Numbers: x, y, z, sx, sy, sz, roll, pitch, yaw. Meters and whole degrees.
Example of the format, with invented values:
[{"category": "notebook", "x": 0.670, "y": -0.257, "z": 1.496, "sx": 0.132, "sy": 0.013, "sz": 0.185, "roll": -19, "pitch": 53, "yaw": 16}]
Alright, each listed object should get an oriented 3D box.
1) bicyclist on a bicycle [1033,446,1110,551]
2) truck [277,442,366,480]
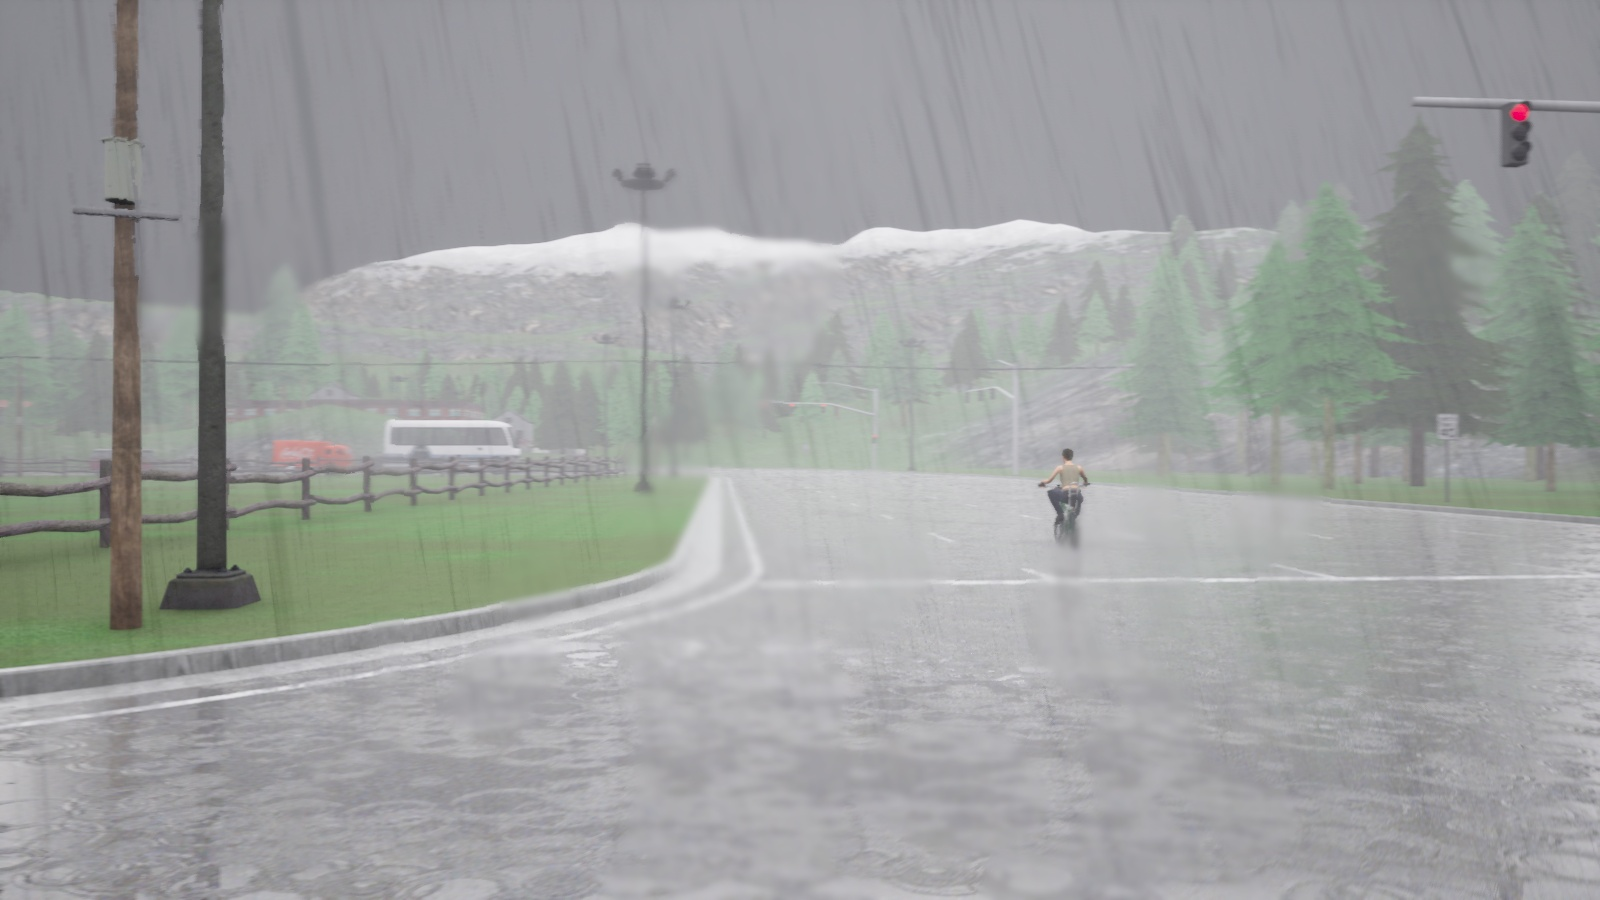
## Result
[{"category": "bicyclist on a bicycle", "x": 4.358, "y": 0.760, "z": 20.276, "sx": 0.866, "sy": 1.612, "sz": 1.509, "roll": -1, "pitch": 0, "yaw": -1}, {"category": "truck", "x": -33.420, "y": 0.761, "z": 87.800, "sx": 5.204, "sy": 2.467, "sz": 2.627, "roll": 2, "pitch": 0, "yaw": -4}]
